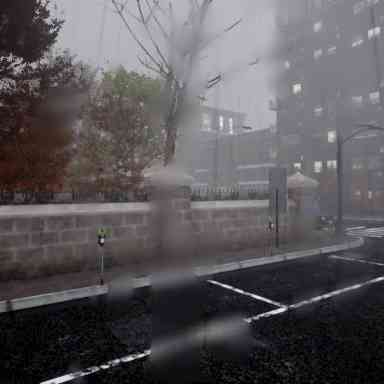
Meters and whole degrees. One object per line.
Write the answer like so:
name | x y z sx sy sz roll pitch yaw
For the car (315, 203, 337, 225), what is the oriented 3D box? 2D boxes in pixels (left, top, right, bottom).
car | 8.281 1.801 25.766 2.033 1.411 5.357 0 -1 -36

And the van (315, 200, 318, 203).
van | 10.417 1.646 32.623 1.690 1.788 3.998 -1 0 -36
